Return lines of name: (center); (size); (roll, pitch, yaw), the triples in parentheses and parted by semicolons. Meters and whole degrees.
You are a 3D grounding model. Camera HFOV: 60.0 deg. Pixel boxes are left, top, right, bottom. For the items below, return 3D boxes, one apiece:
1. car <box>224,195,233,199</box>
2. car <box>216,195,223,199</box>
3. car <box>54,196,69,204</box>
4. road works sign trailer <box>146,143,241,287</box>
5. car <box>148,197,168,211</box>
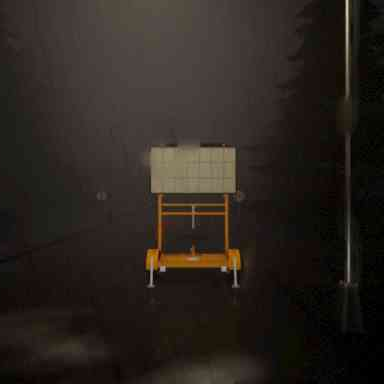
car: (11.322, 1.515, 92.995); (1.853, 1.218, 4.536); (0, 0, 30)
car: (8.551, 1.429, 93.391); (3.633, 1.501, 1.845); (0, 0, 11)
car: (-23.774, 1.412, 60.510); (1.845, 1.501, 3.633); (0, 0, 0)
road works sign trailer: (0.037, 0.464, 9.263); (2.380, 3.560, 2.880); (0, 0, 0)
car: (-4.012, 1.351, 40.095); (2.097, 1.767, 4.553); (0, 0, 0)
